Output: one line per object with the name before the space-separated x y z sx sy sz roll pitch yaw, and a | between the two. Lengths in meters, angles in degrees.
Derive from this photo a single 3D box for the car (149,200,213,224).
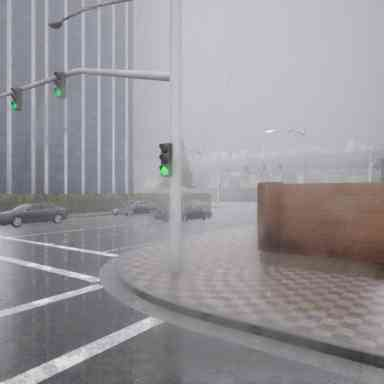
car | -0.534 1.547 25.250 2.033 1.411 5.357 0 0 35

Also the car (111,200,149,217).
car | -5.298 1.492 30.968 2.128 1.511 4.902 0 0 35

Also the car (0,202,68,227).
car | -11.008 1.505 22.940 1.837 1.490 4.892 0 0 35
